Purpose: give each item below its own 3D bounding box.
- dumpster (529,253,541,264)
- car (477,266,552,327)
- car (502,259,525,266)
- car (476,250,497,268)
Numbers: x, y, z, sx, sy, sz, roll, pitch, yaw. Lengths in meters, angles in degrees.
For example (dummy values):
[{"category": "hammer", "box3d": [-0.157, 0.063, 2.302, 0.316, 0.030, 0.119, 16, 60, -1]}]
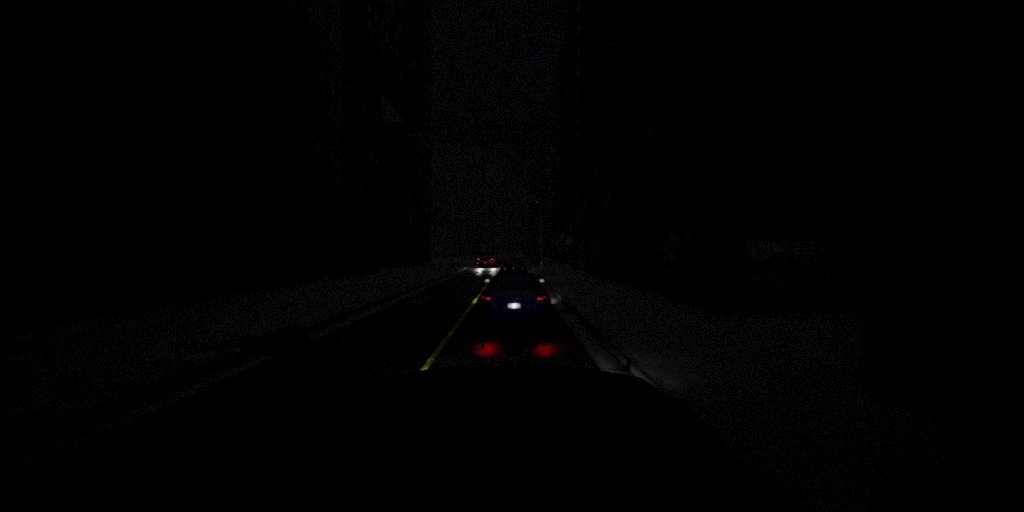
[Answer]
[{"category": "dumpster", "box3d": [3.184, 0.403, 49.300, 1.020, 1.700, 1.940, 0, 0, 0]}, {"category": "car", "box3d": [0.075, 1.169, 10.880, 1.994, 1.385, 4.181, 0, 1, 1]}, {"category": "car", "box3d": [0.111, 0.924, 28.766, 1.895, 1.301, 4.718, 0, 1, 0]}, {"category": "car", "box3d": [-3.051, 0.309, 43.868, 2.150, 2.045, 5.566, 0, 1, 0]}]
